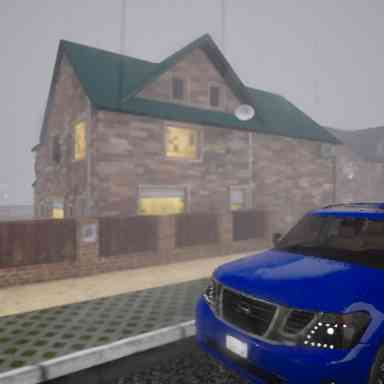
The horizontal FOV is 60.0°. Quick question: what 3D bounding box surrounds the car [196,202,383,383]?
[{"bbox_3d":[2.701,1.215,4.997,5.566,2.045,2.150,0,0,-35],"label":"car"}]
